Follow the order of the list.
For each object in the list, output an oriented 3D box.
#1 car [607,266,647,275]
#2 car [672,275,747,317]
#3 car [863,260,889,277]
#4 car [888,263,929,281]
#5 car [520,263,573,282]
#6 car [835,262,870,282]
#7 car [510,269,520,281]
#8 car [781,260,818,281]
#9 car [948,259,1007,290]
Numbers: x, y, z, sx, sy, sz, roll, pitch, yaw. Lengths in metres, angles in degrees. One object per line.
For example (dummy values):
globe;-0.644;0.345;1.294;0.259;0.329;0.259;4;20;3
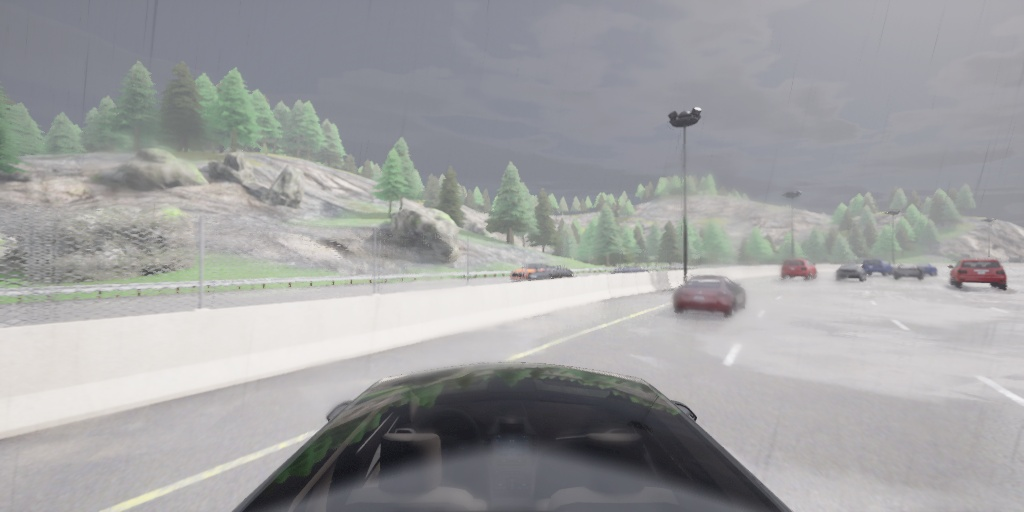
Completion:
car;10.840;1.668;33.396;2.033;1.411;5.357;-1;-1;45
car;7.827;1.459;14.098;1.994;1.385;4.181;-1;-1;40
car;45.249;1.472;44.522;5.566;2.045;2.150;0;-1;-35
car;39.129;1.635;35.338;4.902;1.511;2.128;1;-1;-39
car;3.316;1.577;30.505;2.128;1.511;4.902;-1;-1;42
car;32.281;1.635;34.150;4.892;1.490;1.837;0;-1;-41
car;1.897;1.480;34.126;2.097;1.767;4.553;-1;-1;43
car;28.486;1.368;35.559;5.566;2.045;2.150;0;-1;-41
car;33.310;1.254;25.735;5.566;2.045;2.150;0;-1;-43
